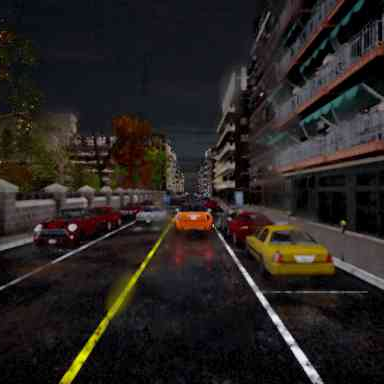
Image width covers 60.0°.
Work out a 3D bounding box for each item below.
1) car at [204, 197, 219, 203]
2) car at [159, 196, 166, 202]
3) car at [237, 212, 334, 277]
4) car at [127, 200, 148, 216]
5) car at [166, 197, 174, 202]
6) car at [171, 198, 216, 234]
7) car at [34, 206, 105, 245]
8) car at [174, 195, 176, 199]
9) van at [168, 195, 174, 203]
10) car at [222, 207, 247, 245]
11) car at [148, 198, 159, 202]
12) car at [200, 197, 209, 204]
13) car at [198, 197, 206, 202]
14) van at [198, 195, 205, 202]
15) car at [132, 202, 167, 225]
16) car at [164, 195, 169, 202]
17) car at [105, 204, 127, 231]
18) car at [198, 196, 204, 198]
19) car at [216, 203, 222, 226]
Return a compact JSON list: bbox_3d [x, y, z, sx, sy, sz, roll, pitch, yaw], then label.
[{"bbox_3d":[2.657,1.707,43.255,1.887,1.381,4.507,0,0,0],"label":"car"},{"bbox_3d":[-5.730,1.732,54.149,1.752,1.417,4.829,0,0,0],"label":"car"},{"bbox_3d":[2.680,1.562,10.214,1.752,1.417,4.829,0,0,0],"label":"car"},{"bbox_3d":[-5.716,1.701,32.178,1.802,1.307,4.206,0,0,0],"label":"car"},{"bbox_3d":[-5.753,1.901,87.529,2.008,1.369,4.403,0,0,0],"label":"car"},{"bbox_3d":[0.086,1.424,19.935,2.097,1.767,4.553,0,0,0],"label":"car"},{"bbox_3d":[-5.705,1.497,15.573,1.967,1.590,4.097,0,0,0],"label":"car"},{"bbox_3d":[-5.751,1.641,81.996,2.192,1.841,5.009,0,0,0],"label":"car"},{"bbox_3d":[-5.747,1.643,76.460,1.690,1.788,3.998,0,0,0],"label":"van"},{"bbox_3d":[2.676,1.601,15.579,1.887,1.381,4.507,0,0,0],"label":"car"},{"bbox_3d":[-5.723,1.745,43.249,1.802,1.307,4.206,0,0,0],"label":"car"},{"bbox_3d":[2.639,1.844,70.931,1.947,1.339,4.313,0,0,0],"label":"car"},{"bbox_3d":[2.628,1.915,87.536,1.947,1.339,4.313,0,0,0],"label":"car"},{"bbox_3d":[2.623,1.715,93.072,1.690,1.788,3.998,0,0,0],"label":"van"},{"bbox_3d":[-3.018,1.714,25.184,1.895,1.301,4.718,0,0,0],"label":"car"},{"bbox_3d":[-5.734,1.782,59.854,2.008,1.369,4.403,0,0,0],"label":"car"},{"bbox_3d":[-5.708,1.622,21.108,1.887,1.381,4.507,0,0,0],"label":"car"},{"bbox_3d":[0.058,1.653,42.972,2.128,1.511,4.902,0,0,0],"label":"car"},{"bbox_3d":[2.672,1.628,21.115,2.008,1.369,4.403,0,0,0],"label":"car"}]
